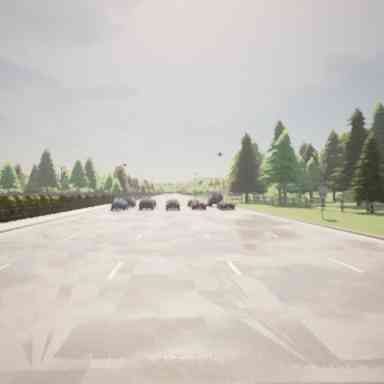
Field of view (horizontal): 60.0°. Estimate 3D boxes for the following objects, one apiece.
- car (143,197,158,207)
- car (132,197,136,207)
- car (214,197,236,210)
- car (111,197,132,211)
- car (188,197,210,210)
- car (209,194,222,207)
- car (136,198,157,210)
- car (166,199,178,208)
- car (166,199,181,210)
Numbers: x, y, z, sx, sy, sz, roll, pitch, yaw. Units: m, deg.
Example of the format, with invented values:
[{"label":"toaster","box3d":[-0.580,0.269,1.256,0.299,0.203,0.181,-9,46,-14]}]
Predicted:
[{"label":"car","box3d":[-6.759,1.652,54.236,2.128,1.511,4.902,0,0,-4]},{"label":"car","box3d":[-10.111,1.522,53.185,2.097,1.767,4.553,0,0,-4]},{"label":"car","box3d":[4.481,1.698,44.238,1.895,1.301,4.718,0,0,-4]},{"label":"car","box3d":[-9.536,1.670,43.972,1.812,1.442,4.674,0,0,-4]},{"label":"car","box3d":[0.898,1.713,45.338,1.895,1.301,4.718,0,0,-3]},{"label":"car","box3d":[3.774,1.346,53.978,2.150,2.045,5.566,0,0,-4]},{"label":"car","box3d":[-6.090,1.613,44.945,1.882,1.535,5.008,0,0,-4]},{"label":"car","box3d":[-3.178,1.746,52.883,1.895,1.301,4.718,0,0,-4]},{"label":"car","box3d":[-2.521,1.646,43.998,1.812,1.442,4.674,0,0,-3]}]
